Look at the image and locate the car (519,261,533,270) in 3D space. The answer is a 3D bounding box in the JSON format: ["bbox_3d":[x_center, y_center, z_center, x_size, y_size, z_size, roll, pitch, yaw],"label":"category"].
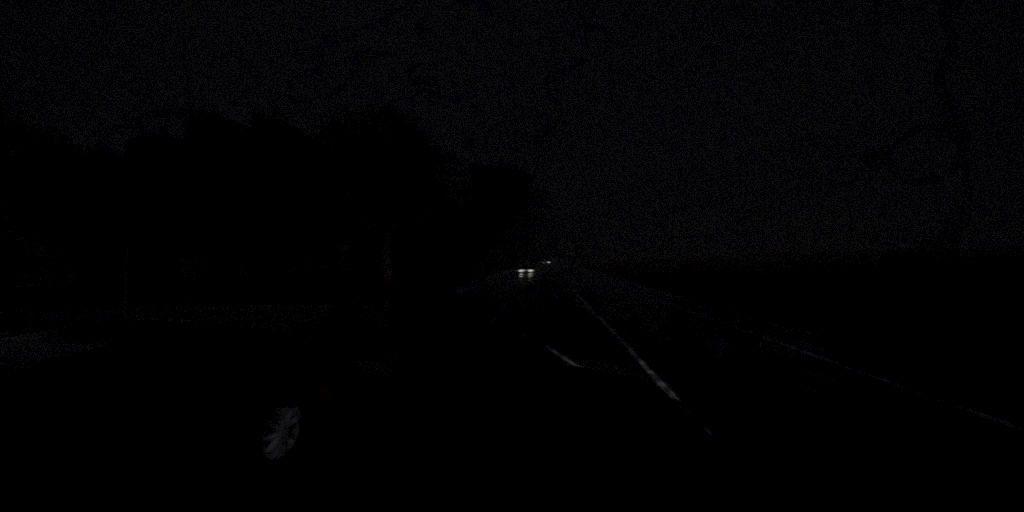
[{"bbox_3d":[2.398,1.498,59.916,1.812,1.442,4.674,-1,0,9],"label":"car"}]

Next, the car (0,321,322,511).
[{"bbox_3d":[-3.263,1.310,2.198,1.837,1.490,4.892,-1,0,5],"label":"car"}]
